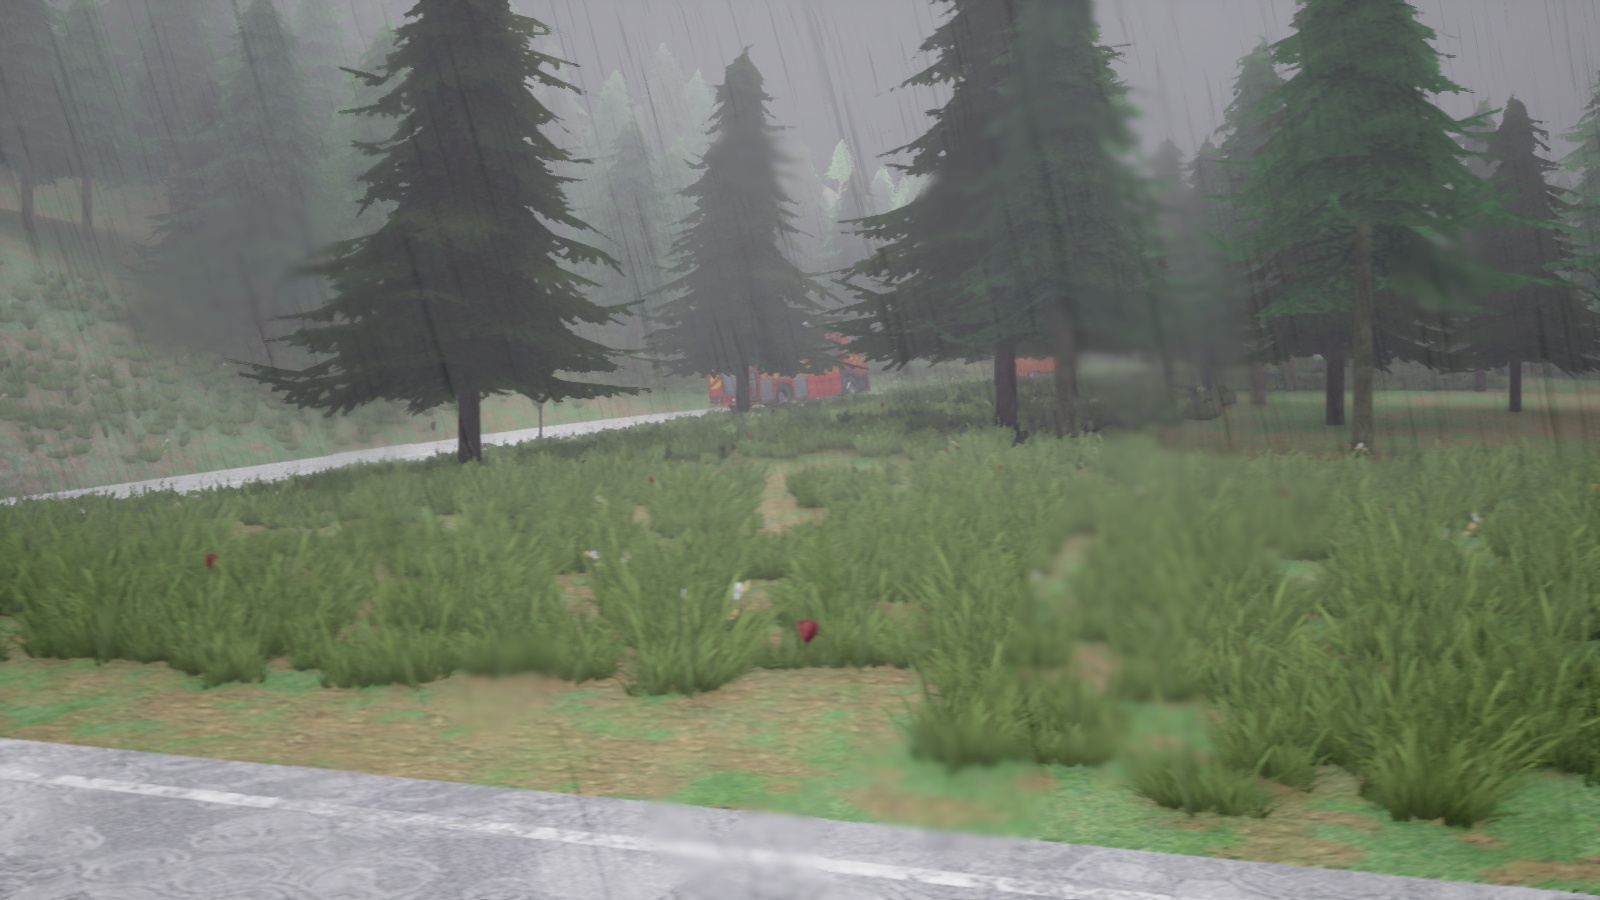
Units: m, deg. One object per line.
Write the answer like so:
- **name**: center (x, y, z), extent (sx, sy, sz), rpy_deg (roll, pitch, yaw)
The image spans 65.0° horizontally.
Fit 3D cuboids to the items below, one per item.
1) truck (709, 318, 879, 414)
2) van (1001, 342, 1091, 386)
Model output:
- **truck**: center (-0.092, -3.886, 56.816), extent (2.891, 3.827, 8.468), rpy_deg (0, 6, 38)
- **van**: center (13.127, -4.595, 66.932), extent (4.442, 1.987, 1.775), rpy_deg (-6, 3, -28)
